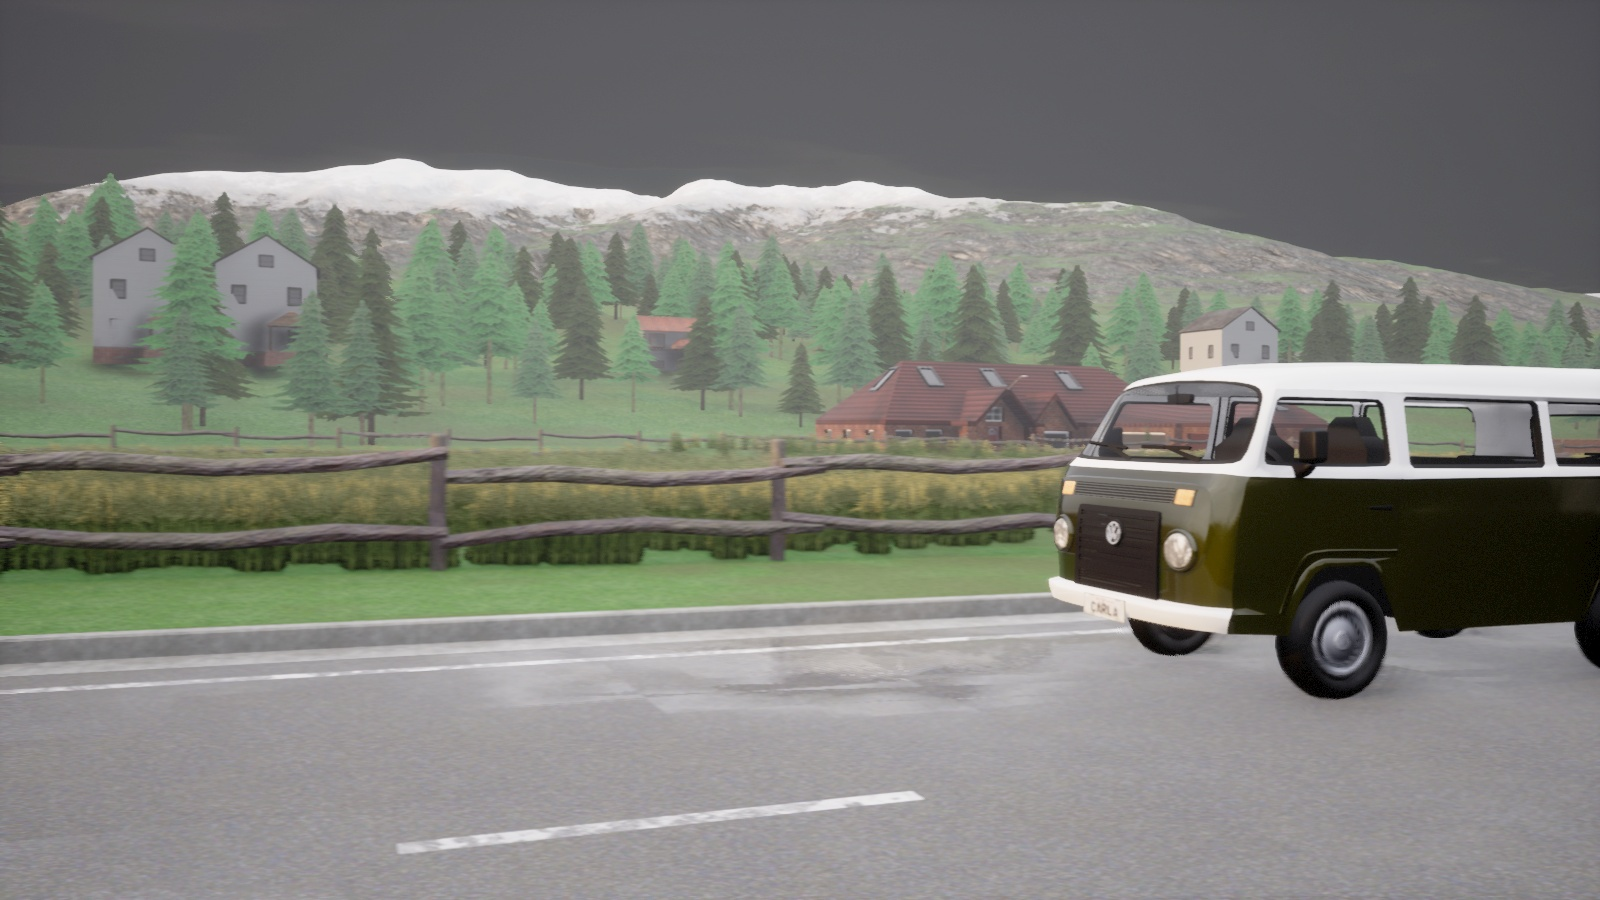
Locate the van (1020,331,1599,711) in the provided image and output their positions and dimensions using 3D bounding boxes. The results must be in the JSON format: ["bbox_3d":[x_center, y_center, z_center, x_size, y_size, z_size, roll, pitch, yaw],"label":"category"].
[{"bbox_3d":[3.987,0.342,8.493,4.480,2.038,2.069,-1,1,-21],"label":"van"}]
